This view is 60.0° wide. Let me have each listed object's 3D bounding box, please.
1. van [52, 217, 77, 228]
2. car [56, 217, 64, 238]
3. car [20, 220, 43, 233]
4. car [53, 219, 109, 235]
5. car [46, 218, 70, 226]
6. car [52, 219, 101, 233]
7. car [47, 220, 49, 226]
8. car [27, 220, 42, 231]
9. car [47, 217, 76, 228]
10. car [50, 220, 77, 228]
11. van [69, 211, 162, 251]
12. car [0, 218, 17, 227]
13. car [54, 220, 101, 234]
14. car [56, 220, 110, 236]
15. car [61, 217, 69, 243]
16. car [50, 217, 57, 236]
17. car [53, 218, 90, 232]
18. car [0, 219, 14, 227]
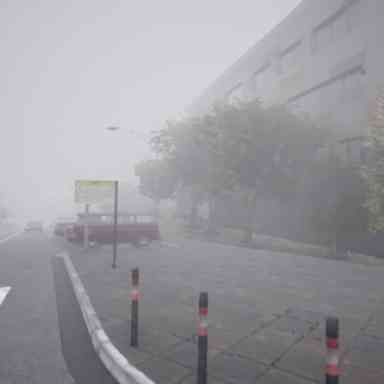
[{"bbox_3d":[-24.146,5.814,62.991,4.442,1.987,1.878,2,-5,-24],"label":"van"},{"bbox_3d":[-6.165,2.576,22.261,5.008,1.535,2.097,2,-5,-24],"label":"car"},{"bbox_3d":[-18.878,4.162,39.655,2.033,1.411,5.357,2,-5,-24],"label":"car"},{"bbox_3d":[-11.630,3.653,35.007,5.366,1.575,1.946,2,-5,-24],"label":"car"},{"bbox_3d":[-35.598,7.952,88.383,5.566,2.045,2.435,2,-5,-24],"label":"car"},{"bbox_3d":[-13.894,4.087,40.097,5.366,1.575,1.946,2,-5,-24],"label":"car"},{"bbox_3d":[-20.910,5.395,55.403,5.008,1.535,2.097,2,-5,-24],"label":"car"},{"bbox_3d":[-23.151,4.917,49.013,1.837,1.490,4.892,2,-5,-24],"label":"car"},{"bbox_3d":[-27.624,6.436,70.593,5.566,2.045,2.435,2,-5,-24],"label":"car"},{"bbox_3d":[-25.358,6.283,65.481,4.792,1.488,2.163,2,-5,-24],"label":"car"},{"bbox_3d":[-3.781,1.981,17.201,4.442,1.987,1.878,2,-4,-24],"label":"van"},{"bbox_3d":[-42.768,6.852,74.173,5.566,2.045,2.435,2,-5,-24],"label":"car"},{"bbox_3d":[-12.906,3.899,37.487,4.792,1.488,2.163,2,-5,-24],"label":"car"},{"bbox_3d":[-10.641,3.465,32.397,4.792,1.488,2.163,2,-5,-24],"label":"car"},{"bbox_3d":[-4.990,2.408,19.690,4.792,1.488,2.163,2,-5,-24],"label":"car"},{"bbox_3d":[-7.300,2.534,24.762,5.566,2.045,2.435,2,-5,-24],"label":"car"},{"bbox_3d":[-16.359,4.393,45.110,4.553,1.767,2.185,2,-5,-24],"label":"car"},{"bbox_3d":[-43.852,7.197,76.750,4.553,1.767,2.185,2,-5,-24],"label":"car"}]
